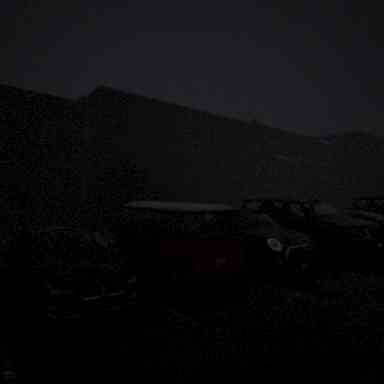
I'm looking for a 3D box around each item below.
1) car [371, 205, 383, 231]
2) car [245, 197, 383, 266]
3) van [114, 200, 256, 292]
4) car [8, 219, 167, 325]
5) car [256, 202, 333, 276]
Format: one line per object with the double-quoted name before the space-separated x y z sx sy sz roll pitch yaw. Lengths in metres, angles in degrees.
"car" 13.153 1.561 18.751 2.231 1.521 4.892 1 0 -35
"car" 4.037 1.250 12.228 2.435 2.045 5.566 0 0 -35
"van" -0.612 1.263 9.094 1.878 1.987 4.442 0 0 -35
"car" -2.832 1.485 7.377 2.231 1.521 4.892 0 0 -35
"car" 1.720 1.368 10.652 2.185 1.767 4.553 0 0 -35
